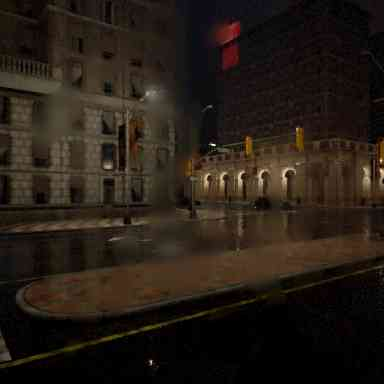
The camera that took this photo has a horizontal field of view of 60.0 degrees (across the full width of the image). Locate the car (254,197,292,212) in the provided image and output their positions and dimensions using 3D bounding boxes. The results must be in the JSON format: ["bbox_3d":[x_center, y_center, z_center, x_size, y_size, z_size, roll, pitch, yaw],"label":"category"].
[{"bbox_3d":[9.382,1.351,38.742,2.097,1.767,4.553,0,0,-36],"label":"car"}]

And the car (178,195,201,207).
[{"bbox_3d":[-0.382,1.564,52.427,1.994,1.385,4.181,0,0,-35],"label":"car"}]
